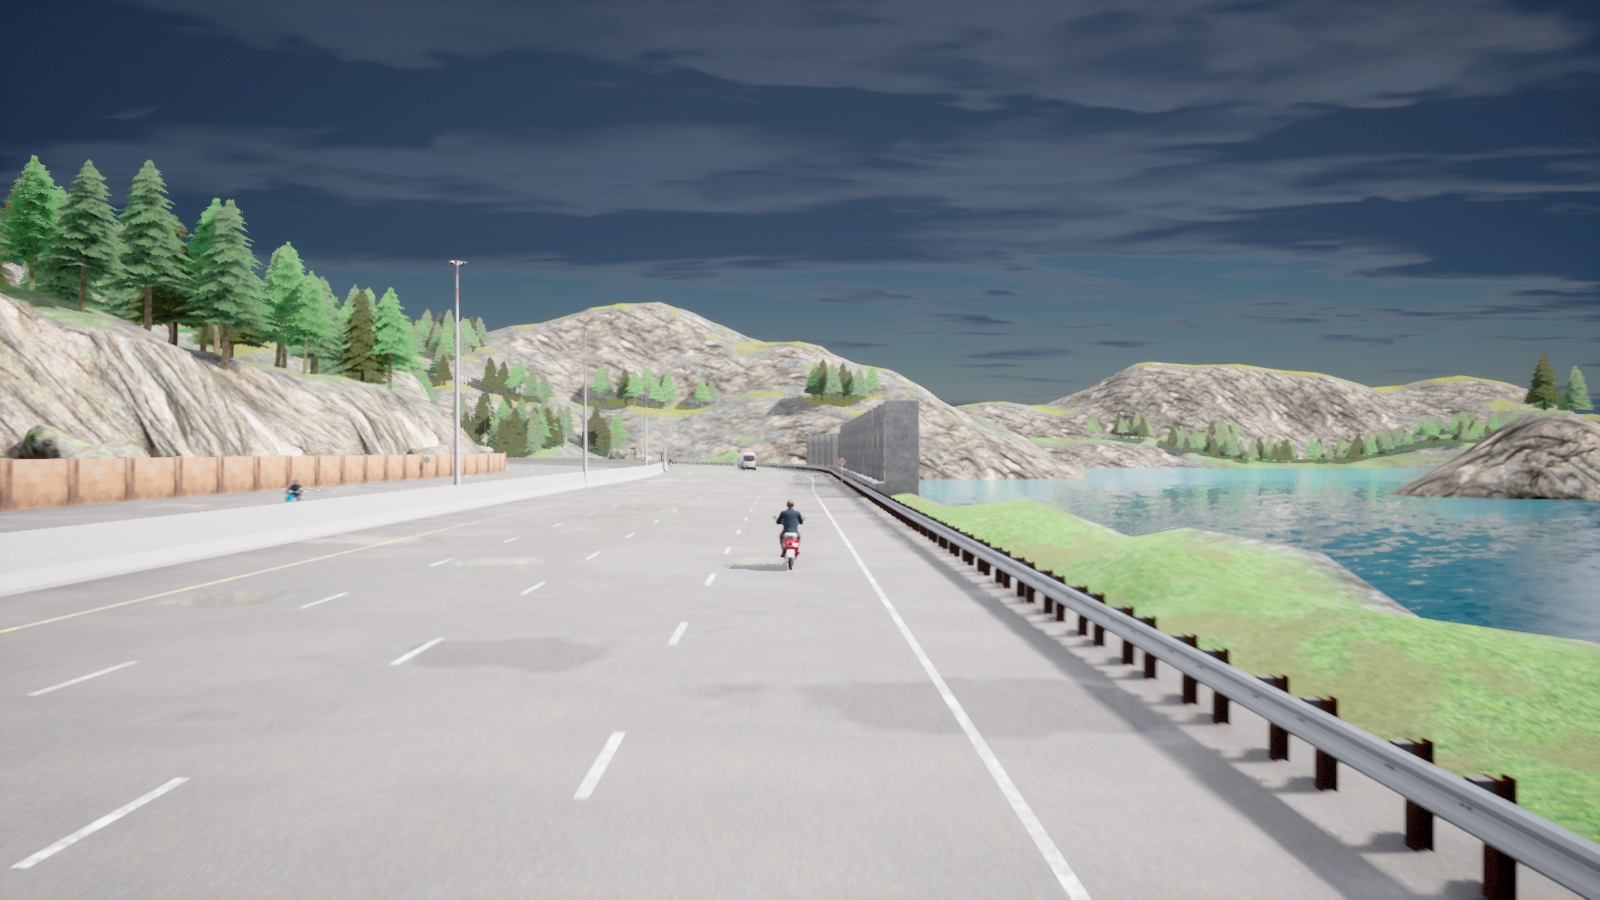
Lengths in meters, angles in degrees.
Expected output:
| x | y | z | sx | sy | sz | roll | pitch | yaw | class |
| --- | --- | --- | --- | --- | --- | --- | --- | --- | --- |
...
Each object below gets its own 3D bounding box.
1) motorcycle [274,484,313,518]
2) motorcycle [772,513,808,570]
| x | y | z | sx | sy | sz | roll | pitch | yaw | class |
| --- | --- | --- | --- | --- | --- | --- | --- | --- | --- |
| -21.473 | 2.157 | 48.501 | 0.856 | 1.334 | 1.805 | 0 | 0 | -1 | motorcycle |
| -0.242 | 2.192 | 27.641 | 0.856 | 1.236 | 1.805 | 0 | 0 | -1 | motorcycle |
